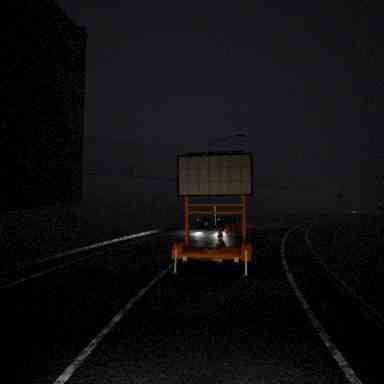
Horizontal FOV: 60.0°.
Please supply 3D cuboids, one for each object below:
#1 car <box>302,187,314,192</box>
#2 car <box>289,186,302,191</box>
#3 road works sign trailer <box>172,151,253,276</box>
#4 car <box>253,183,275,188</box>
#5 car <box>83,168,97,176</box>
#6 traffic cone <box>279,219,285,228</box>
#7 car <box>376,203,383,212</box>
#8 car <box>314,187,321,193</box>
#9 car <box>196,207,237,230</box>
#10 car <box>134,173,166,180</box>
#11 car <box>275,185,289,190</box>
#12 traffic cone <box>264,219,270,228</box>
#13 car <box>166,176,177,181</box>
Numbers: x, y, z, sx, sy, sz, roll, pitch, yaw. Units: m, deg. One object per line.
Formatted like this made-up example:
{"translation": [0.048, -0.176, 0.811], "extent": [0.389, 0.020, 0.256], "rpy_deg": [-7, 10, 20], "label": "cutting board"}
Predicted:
{"translation": [27.670, -0.391, 83.356], "extent": [4.553, 1.767, 2.185], "rpy_deg": [4, -6, -42], "label": "car"}
{"translation": [23.469, -0.576, 79.601], "extent": [4.892, 1.521, 2.231], "rpy_deg": [4, -6, -40], "label": "car"}
{"translation": [0.756, 0.525, 10.657], "extent": [2.380, 3.560, 2.880], "rpy_deg": [-1, -1, 12], "label": "road works sign trailer"}
{"translation": [15.077, -1.091, 72.601], "extent": [4.792, 1.488, 2.163], "rpy_deg": [3, -6, -38], "label": "car"}
{"translation": [-16.698, -2.866, 50.421], "extent": [4.553, 1.767, 2.185], "rpy_deg": [2, -5, -33], "label": "car"}
{"translation": [6.082, 2.130, 22.523], "extent": [0.340, 0.580, 0.340], "rpy_deg": [-2, -1, 17], "label": "traffic cone"}
{"translation": [32.815, 2.506, 55.602], "extent": [5.008, 1.535, 1.882], "rpy_deg": [1, -4, -32], "label": "car"}
{"translation": [31.783, -0.179, 87.167], "extent": [5.566, 2.045, 2.435], "rpy_deg": [5, -6, -43], "label": "car"}
{"translation": [1.848, 1.823, 23.593], "extent": [1.812, 1.442, 4.674], "rpy_deg": [-2, -2, 24], "label": "car"}
{"translation": [-7.546, -2.347, 56.395], "extent": [4.892, 1.521, 2.231], "rpy_deg": [2, -5, -33], "label": "car"}
{"translation": [19.348, -0.811, 76.085], "extent": [4.674, 1.452, 2.002], "rpy_deg": [4, -6, -39], "label": "car"}
{"translation": [5.126, 2.159, 22.807], "extent": [0.340, 0.580, 0.340], "rpy_deg": [-2, -1, 17], "label": "traffic cone"}
{"translation": [-2.933, -2.136, 59.420], "extent": [4.892, 1.521, 2.231], "rpy_deg": [3, -5, -33], "label": "car"}
